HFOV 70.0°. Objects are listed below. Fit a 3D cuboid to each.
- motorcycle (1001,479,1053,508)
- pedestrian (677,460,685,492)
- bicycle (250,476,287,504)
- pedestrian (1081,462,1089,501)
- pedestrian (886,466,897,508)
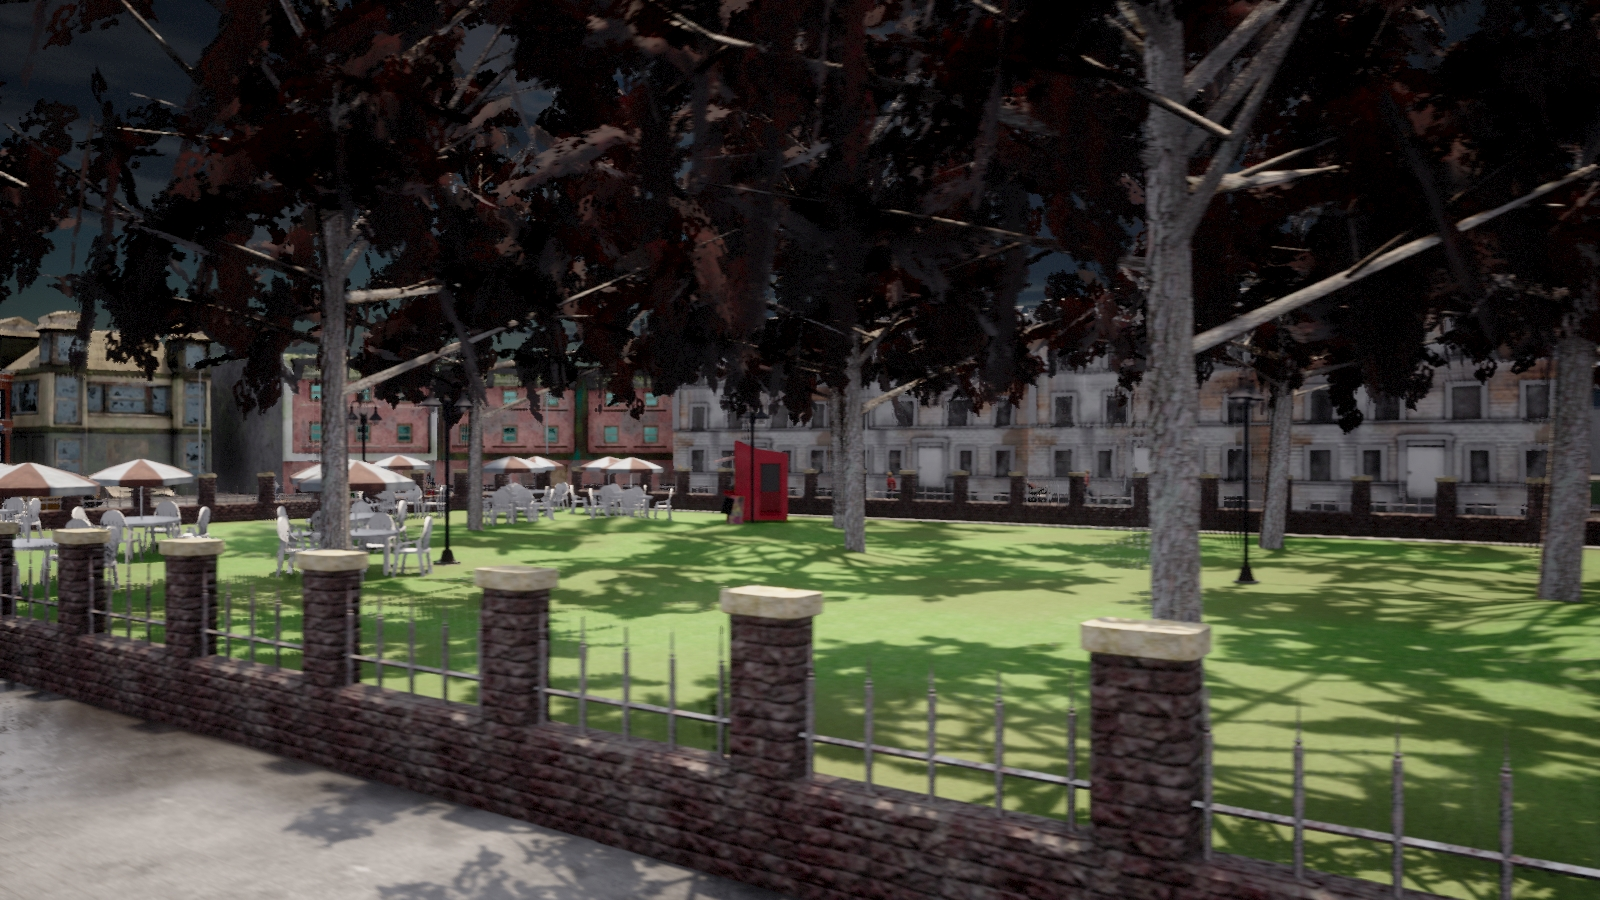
[{"bbox_3d":[10.400,1.983,52.374,2.209,1.251,0.867,0,0,35],"label":"motorcycle"},{"bbox_3d":[-6.997,1.520,67.238,0.375,1.860,0.375,0,0,19],"label":"pedestrian"},{"bbox_3d":[-25.702,1.931,55.224,0.373,1.296,1.643,0,0,35],"label":"bicycle"},{"bbox_3d":[13.859,1.522,55.549,0.375,1.860,0.375,0,0,20],"label":"pedestrian"},{"bbox_3d":[4.082,1.626,50.939,0.375,1.860,0.375,0,0,40],"label":"pedestrian"}]
